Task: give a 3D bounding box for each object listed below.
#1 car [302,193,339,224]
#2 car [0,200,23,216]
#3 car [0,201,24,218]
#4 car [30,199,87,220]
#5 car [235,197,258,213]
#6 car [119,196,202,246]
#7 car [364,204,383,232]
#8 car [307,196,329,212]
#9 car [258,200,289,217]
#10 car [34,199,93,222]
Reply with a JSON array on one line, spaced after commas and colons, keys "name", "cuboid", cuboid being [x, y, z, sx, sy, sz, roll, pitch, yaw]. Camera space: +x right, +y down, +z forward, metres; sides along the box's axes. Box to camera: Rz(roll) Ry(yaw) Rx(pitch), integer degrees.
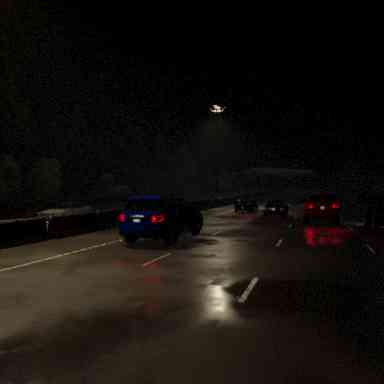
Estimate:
[{"name": "car", "cuboid": [9.297, 1.123, 24.114, 2.150, 2.045, 5.566, 0, 0, 18]}, {"name": "car", "cuboid": [-18.208, 1.510, 31.034, 1.994, 1.385, 4.181, 0, 0, 20]}, {"name": "car", "cuboid": [-15.927, 1.490, 27.081, 1.812, 1.442, 4.674, 0, 0, 20]}, {"name": "car", "cuboid": [-11.486, 1.444, 29.037, 1.837, 1.490, 4.892, 0, 0, 20]}, {"name": "car", "cuboid": [5.817, 1.312, 35.070, 2.128, 1.511, 4.902, 0, 1, 20]}, {"name": "car", "cuboid": [-1.263, 1.205, 15.633, 2.150, 2.045, 5.566, 0, 0, 20]}, {"name": "car", "cuboid": [11.170, 1.443, 19.087, 1.837, 1.490, 4.892, 0, 0, 20]}, {"name": "car", "cuboid": [13.902, 1.254, 36.816, 2.128, 1.511, 4.902, 0, 1, 20]}, {"name": "car", "cuboid": [7.518, 1.417, 29.509, 2.033, 1.411, 5.357, 0, 1, 20]}, {"name": "car", "cuboid": [-9.304, 1.485, 24.809, 1.812, 1.442, 4.674, 0, 0, 20]}]
